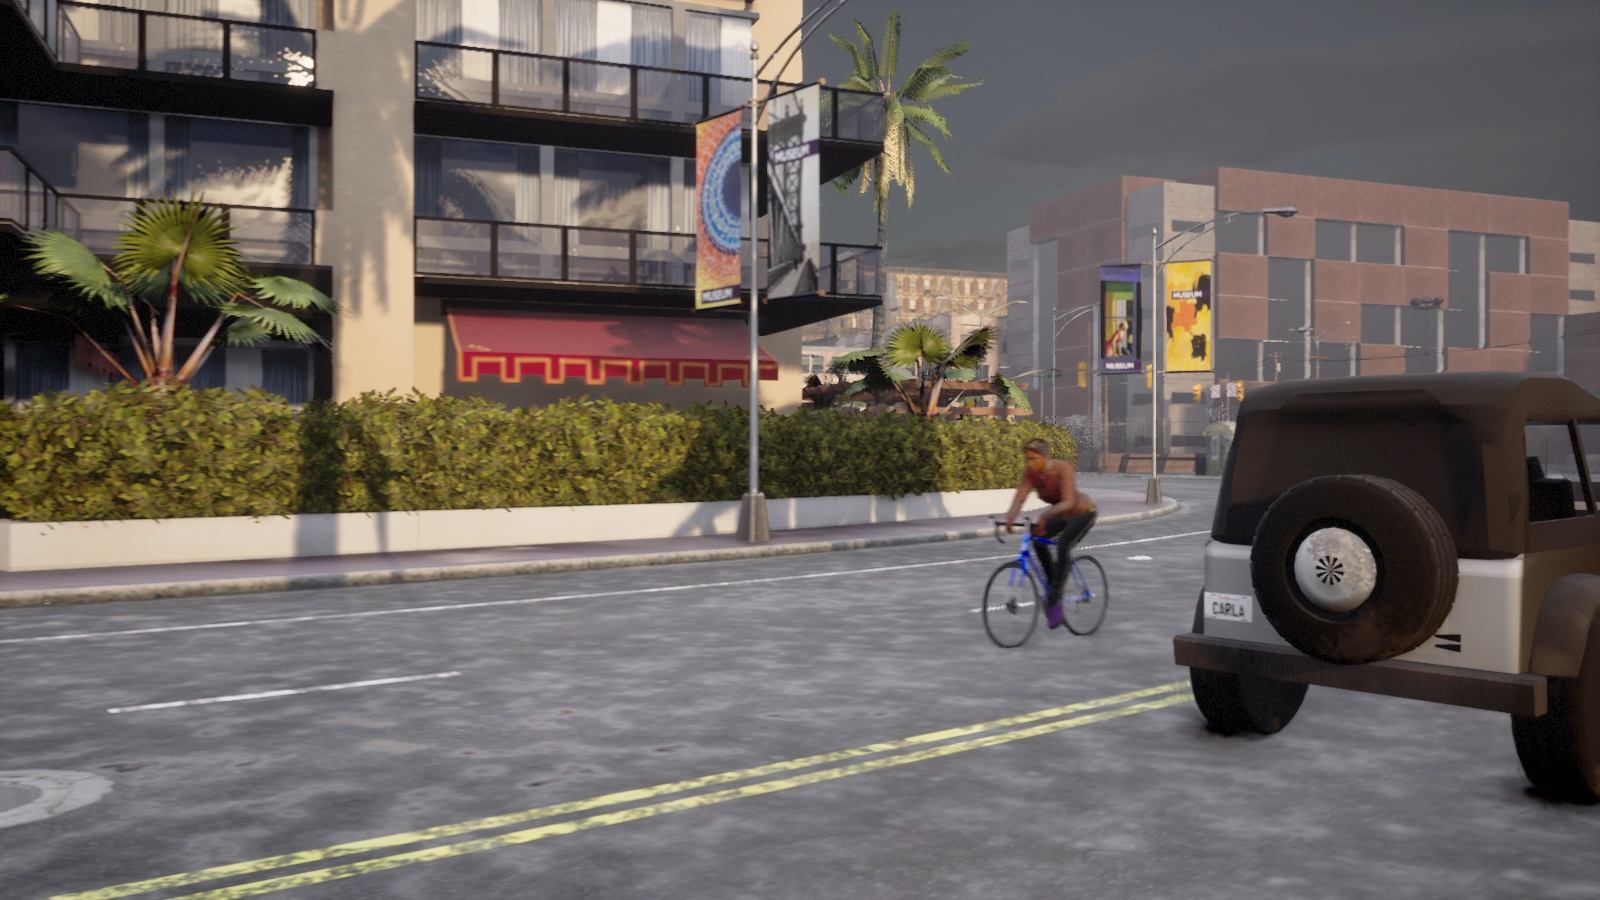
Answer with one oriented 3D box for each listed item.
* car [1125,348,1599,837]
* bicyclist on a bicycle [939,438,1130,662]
[{"bbox_3d":[3.713,0.552,6.807,3.866,1.878,1.905,0,0,-41],"label":"car"},{"bbox_3d":[1.871,0.723,9.869,1.656,1.620,0.582,0,0,-43],"label":"bicyclist on a bicycle"}]
